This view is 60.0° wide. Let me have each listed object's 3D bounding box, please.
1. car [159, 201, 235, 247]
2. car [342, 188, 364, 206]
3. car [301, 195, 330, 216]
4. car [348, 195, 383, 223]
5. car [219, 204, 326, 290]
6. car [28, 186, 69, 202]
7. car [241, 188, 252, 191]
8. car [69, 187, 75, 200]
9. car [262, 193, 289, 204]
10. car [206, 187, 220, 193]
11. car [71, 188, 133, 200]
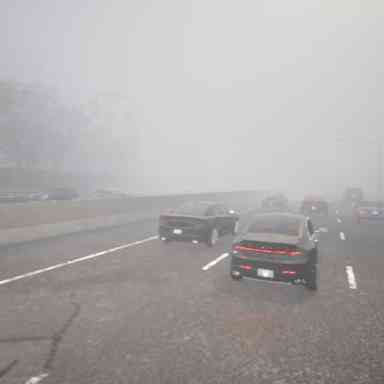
[{"bbox_3d":[0.488,1.113,13.247,1.882,1.535,5.008,2,2,23],"label":"car"},{"bbox_3d":[19.048,0.542,39.395,2.150,2.045,5.566,2,1,23],"label":"car"},{"bbox_3d":[9.657,0.961,26.045,1.882,1.535,5.008,2,2,23],"label":"car"},{"bbox_3d":[11.451,1.197,21.335,2.033,1.411,5.357,2,2,23],"label":"car"},{"bbox_3d":[2.392,1.304,8.754,1.837,1.490,4.892,2,2,23],"label":"car"},{"bbox_3d":[-11.977,0.287,29.242,2.097,1.767,4.553,2,2,23],"label":"car"},{"bbox_3d":[10.762,-0.015,65.080,2.128,1.511,4.902,2,2,23],"label":"car"},{"bbox_3d":[-8.093,0.503,29.465,2.128,1.511,4.902,2,2,23],"label":"car"},{"bbox_3d":[7.609,0.818,30.206,2.128,1.511,4.902,2,2,23],"label":"car"},{"bbox_3d":[4.314,-0.396,67.783,1.994,1.385,4.181,2,2,23],"label":"car"},{"bbox_3d":[-6.234,0.668,24.863,2.128,1.511,4.902,2,2,23],"label":"car"}]
